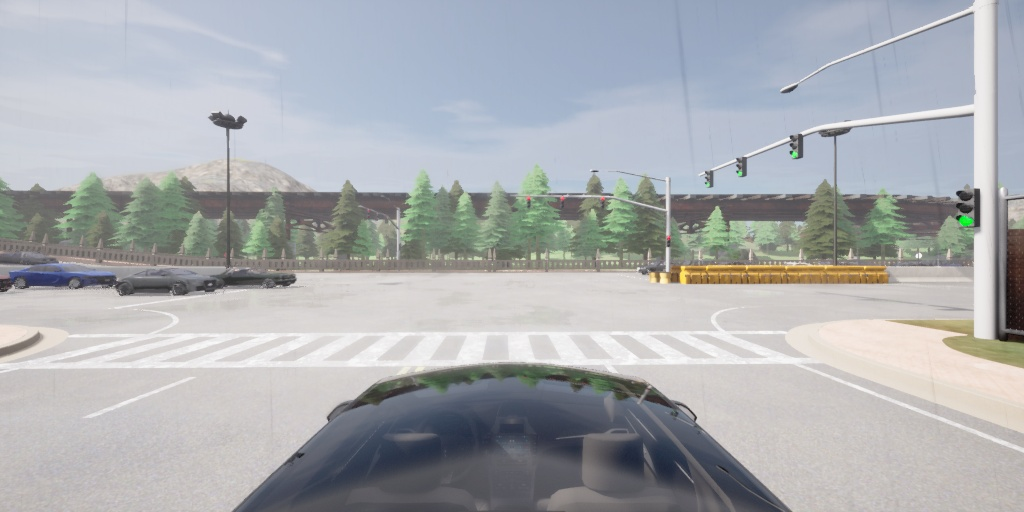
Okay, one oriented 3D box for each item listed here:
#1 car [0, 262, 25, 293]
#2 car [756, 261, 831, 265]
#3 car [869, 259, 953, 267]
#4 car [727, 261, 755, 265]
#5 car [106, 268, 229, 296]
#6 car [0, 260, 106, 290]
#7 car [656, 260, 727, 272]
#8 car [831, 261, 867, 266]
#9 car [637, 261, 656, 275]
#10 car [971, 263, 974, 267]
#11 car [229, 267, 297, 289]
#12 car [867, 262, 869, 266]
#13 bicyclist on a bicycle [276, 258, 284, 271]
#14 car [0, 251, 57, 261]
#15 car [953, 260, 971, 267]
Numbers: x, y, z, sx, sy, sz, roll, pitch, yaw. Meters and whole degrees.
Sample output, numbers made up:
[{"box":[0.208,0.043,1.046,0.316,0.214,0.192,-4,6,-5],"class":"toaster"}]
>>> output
[{"box":[-28.991,1.198,18.389,5.008,1.535,1.882,1,0,-2],"class":"car"},{"box":[24.017,1.276,30.708,4.674,1.442,1.812,0,0,-2],"class":"car"},{"box":[34.421,1.255,31.041,4.892,1.490,1.837,0,0,-2],"class":"car"},{"box":[20.523,1.255,34.119,4.892,1.490,1.837,0,0,-2],"class":"car"},{"box":[-17.823,1.313,18.727,4.181,1.385,1.994,0,0,-2],"class":"car"},{"box":[-27.358,1.212,21.936,5.008,1.535,1.882,0,0,-2],"class":"car"},{"box":[15.188,1.102,30.453,4.553,1.767,2.097,0,0,-2],"class":"car"},{"box":[30.413,1.242,34.422,4.902,1.511,2.128,0,0,-2],"class":"car"},{"box":[15.582,1.241,37.468,4.902,1.511,2.128,0,0,-2],"class":"car"},{"box":[51.996,1.024,38.494,4.553,1.767,2.097,0,0,-2],"class":"car"},{"box":[-16.127,1.350,22.280,4.718,1.301,1.895,0,0,-2],"class":"car"},{"box":[36.462,1.276,38.122,4.674,1.442,1.812,0,0,-2],"class":"car"},{"box":[-28.446,1.041,43.896,0.582,1.620,1.656,0,0,-2],"class":"bicyclist on a bicycle"},{"box":[-48.689,0.221,35.555,5.357,1.411,2.033,6,0,-3],"class":"car"},{"box":[40.632,1.102,34.722,4.553,1.767,2.097,0,0,-2],"class":"car"}]
